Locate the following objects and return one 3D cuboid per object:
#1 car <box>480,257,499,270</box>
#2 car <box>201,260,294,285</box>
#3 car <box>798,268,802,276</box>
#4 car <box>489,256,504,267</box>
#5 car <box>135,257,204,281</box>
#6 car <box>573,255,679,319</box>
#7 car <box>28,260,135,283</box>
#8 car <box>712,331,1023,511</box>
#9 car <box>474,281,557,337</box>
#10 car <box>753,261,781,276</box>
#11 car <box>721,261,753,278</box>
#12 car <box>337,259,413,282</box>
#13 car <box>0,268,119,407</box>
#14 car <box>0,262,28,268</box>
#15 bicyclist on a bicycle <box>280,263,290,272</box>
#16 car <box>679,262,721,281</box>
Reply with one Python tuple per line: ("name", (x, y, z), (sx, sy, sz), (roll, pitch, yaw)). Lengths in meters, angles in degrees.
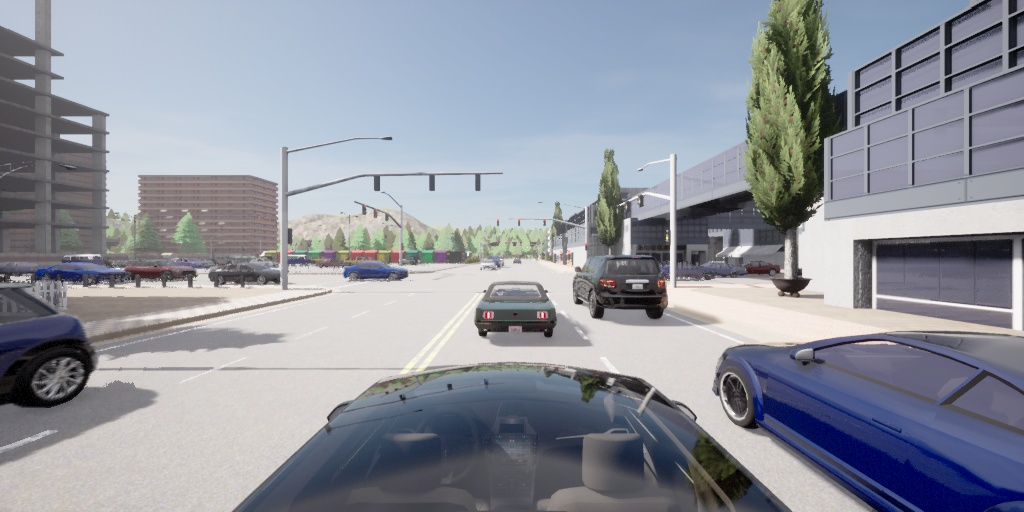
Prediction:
("car", (-3.430, 1.276, 51.503), (1.812, 1.442, 4.674), (0, 0, 3))
("car", (-18.587, 1.255, 25.375), (4.892, 1.490, 1.837), (0, 0, 0))
("car", (28.281, 1.351, 33.041), (4.718, 1.301, 1.895), (0, 0, 0))
("car", (-3.157, 0.971, 61.347), (2.150, 2.045, 5.566), (0, 0, 2))
("car", (-28.220, 1.103, 28.900), (4.553, 1.767, 2.097), (0, 0, 0))
("car", (3.625, 0.971, 12.961), (2.150, 2.045, 5.566), (0, 0, 1))
("car", (-30.369, 1.228, 25.404), (5.008, 1.535, 1.882), (0, 0, 0))
("car", (3.606, 1.314, 2.996), (1.994, 1.385, 4.181), (0, 0, 0))
("car", (0.105, 1.351, 10.236), (1.895, 1.301, 4.718), (0, 0, 1))
("car", (24.497, 1.228, 36.576), (5.008, 1.535, 1.882), (0, 0, 1))
("car", (18.698, 1.297, 33.130), (5.357, 1.411, 2.033), (0, 0, 1))
("car", (-10.937, 1.227, 28.923), (5.008, 1.535, 1.882), (0, 0, -1))
("car", (-7.071, 1.102, 3.176), (2.097, 1.767, 4.553), (0, 0, 1))
("car", (-49.996, 1.297, 36.100), (5.357, 1.411, 2.033), (0, 0, 1))
("bicyclist on a bicycle", (-25.259, 1.052, 39.874), (0.582, 1.620, 1.656), (0, 0, 0))
("car", (14.106, 1.276, 29.450), (4.674, 1.442, 1.812), (0, 0, 0))
